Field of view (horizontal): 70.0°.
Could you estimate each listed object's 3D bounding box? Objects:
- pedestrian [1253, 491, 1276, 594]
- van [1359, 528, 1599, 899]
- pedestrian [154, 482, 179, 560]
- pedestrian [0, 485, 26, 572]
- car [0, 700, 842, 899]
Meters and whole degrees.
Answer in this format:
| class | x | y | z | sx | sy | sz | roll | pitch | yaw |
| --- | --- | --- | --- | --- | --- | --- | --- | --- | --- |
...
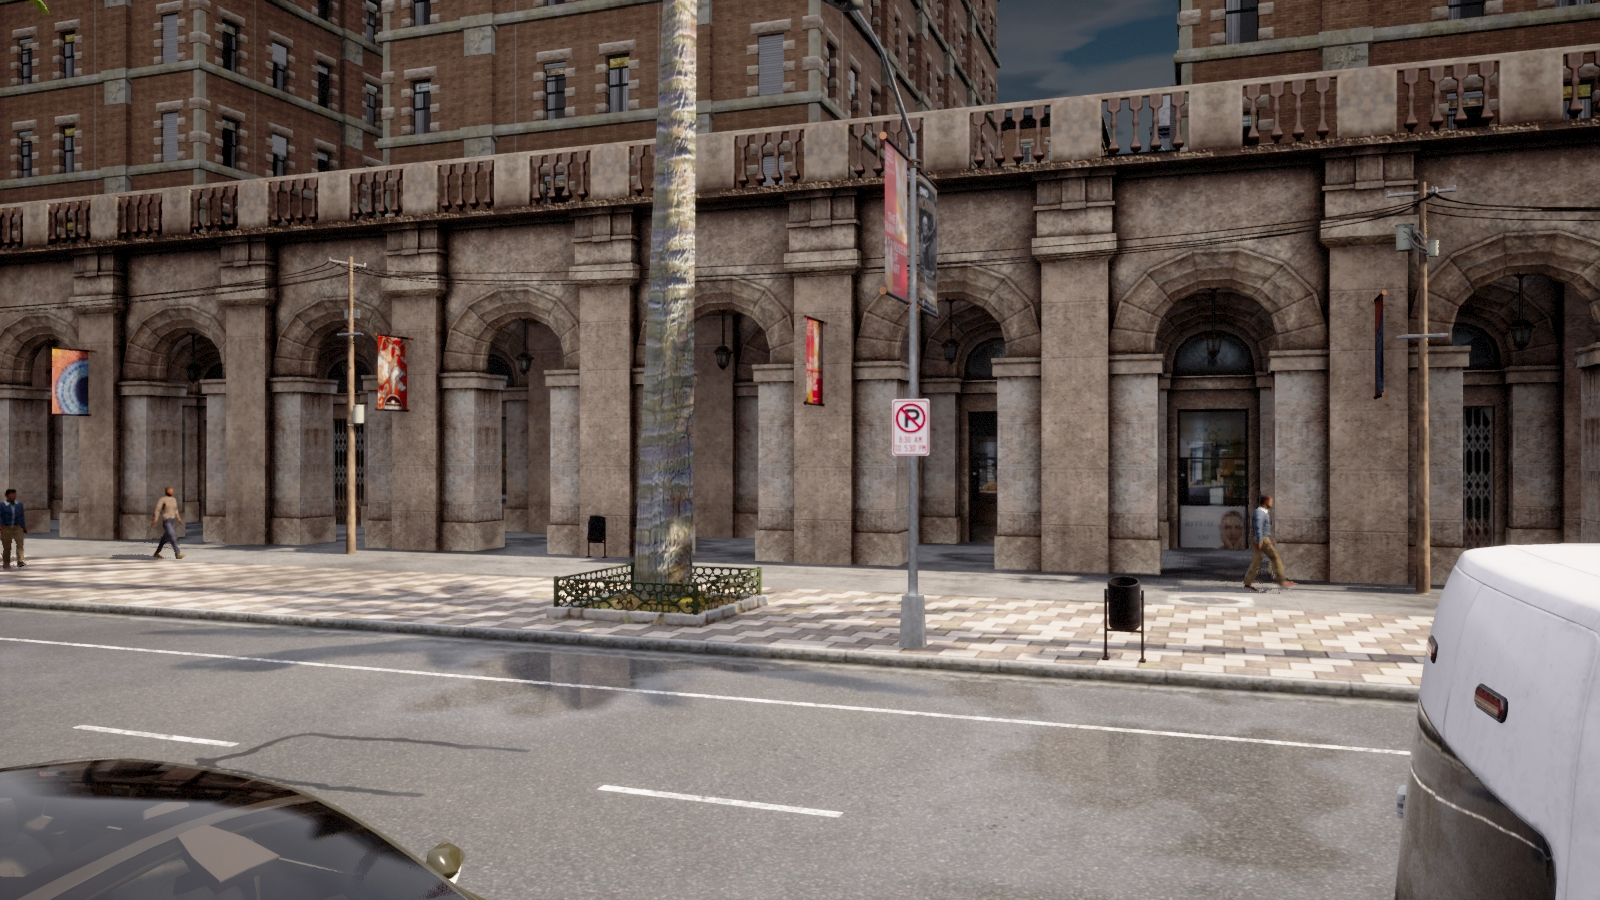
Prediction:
| class | x | y | z | sx | sy | sz | roll | pitch | yaw |
| --- | --- | --- | --- | --- | --- | --- | --- | --- | --- |
| pedestrian | 8.579 | 1.696 | 21.089 | 0.375 | 1.860 | 0.375 | 0 | 0 | 20 |
| van | 4.249 | 1.534 | 1.754 | 5.915 | 2.561 | 1.988 | 0 | 0 | 20 |
| pedestrian | -15.209 | 1.696 | 27.429 | 0.375 | 1.860 | 0.375 | 0 | 0 | 19 |
| pedestrian | -17.081 | 1.696 | 24.796 | 0.375 | 1.860 | 0.375 | 0 | 0 | 40 |
| car | -2.519 | 2.061 | 4.220 | 4.892 | 1.480 | 2.231 | 0 | 0 | 20 |
